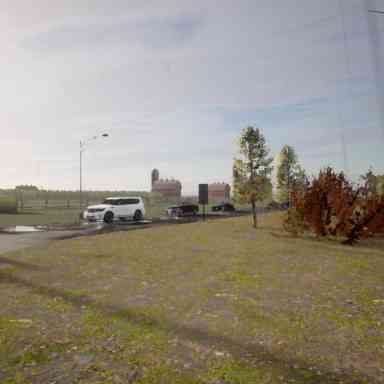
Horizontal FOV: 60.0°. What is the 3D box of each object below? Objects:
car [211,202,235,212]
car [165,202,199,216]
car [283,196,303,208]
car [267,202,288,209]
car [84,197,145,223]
[{"bbox_3d":[4.285,1.986,45.201,1.994,1.385,4.181,-1,-1,32],"label":"car"},{"bbox_3d":[-1.053,1.817,36.685,2.128,1.511,4.902,-1,-1,32],"label":"car"},{"bbox_3d":[18.766,1.782,61.646,2.150,2.045,5.566,-1,-1,32],"label":"car"},{"bbox_3d":[13.533,1.965,53.123,1.837,1.490,4.892,-1,-1,32],"label":"car"},{"bbox_3d":[-6.386,1.452,28.169,2.150,2.045,5.566,-1,-1,34],"label":"car"}]
